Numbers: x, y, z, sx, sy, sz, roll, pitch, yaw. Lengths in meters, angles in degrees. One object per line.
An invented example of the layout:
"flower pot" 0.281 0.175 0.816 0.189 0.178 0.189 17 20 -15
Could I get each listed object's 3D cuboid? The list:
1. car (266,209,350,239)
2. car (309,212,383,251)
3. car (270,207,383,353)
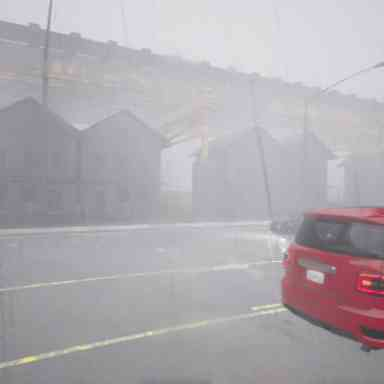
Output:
"car" 6.456 1.709 18.531 4.181 1.385 1.994 1 0 -25
"car" 7.701 1.712 15.249 4.181 1.385 1.994 1 0 -25
"car" 4.146 1.292 5.718 5.566 2.045 2.150 1 0 -24
